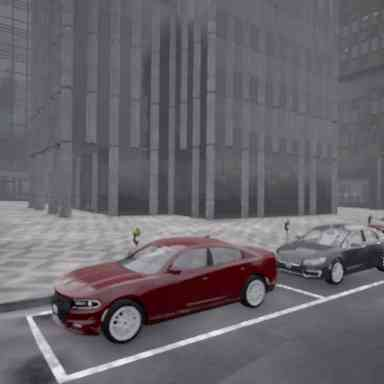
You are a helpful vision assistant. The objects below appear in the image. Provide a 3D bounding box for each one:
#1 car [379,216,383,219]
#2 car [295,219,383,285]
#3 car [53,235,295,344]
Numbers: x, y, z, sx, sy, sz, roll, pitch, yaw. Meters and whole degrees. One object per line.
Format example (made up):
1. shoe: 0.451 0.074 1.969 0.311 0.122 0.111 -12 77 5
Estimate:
1. car: 8.716 1.455 12.870 5.009 1.841 2.192 1 0 -36
2. car: 4.217 1.637 9.659 4.403 1.369 2.008 1 0 -36
3. car: -0.279 1.577 6.448 4.507 1.381 1.887 1 0 -36
